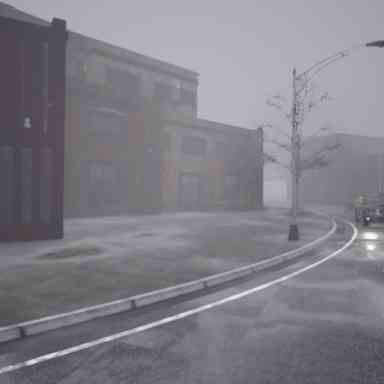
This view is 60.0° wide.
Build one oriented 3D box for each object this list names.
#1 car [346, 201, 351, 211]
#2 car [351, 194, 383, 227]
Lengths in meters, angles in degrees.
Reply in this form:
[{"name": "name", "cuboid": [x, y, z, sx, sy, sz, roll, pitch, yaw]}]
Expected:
[{"name": "car", "cuboid": [18.069, 1.229, 35.126, 2.097, 1.767, 4.553, 0, 0, 2]}, {"name": "car", "cuboid": [12.144, 1.139, 21.824, 2.150, 2.045, 5.566, 0, 0, 19]}]
